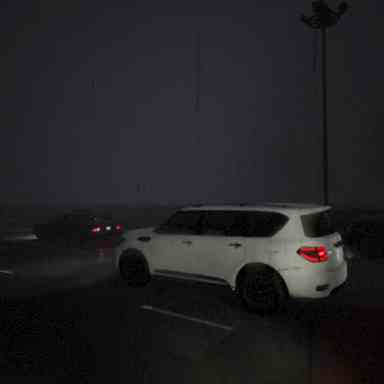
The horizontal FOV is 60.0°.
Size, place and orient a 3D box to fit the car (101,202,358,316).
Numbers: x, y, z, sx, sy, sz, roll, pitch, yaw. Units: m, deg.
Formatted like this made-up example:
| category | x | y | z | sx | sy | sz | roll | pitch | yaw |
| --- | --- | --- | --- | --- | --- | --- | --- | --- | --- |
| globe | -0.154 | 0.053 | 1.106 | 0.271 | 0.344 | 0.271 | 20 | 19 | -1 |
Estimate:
| category | x | y | z | sx | sy | sz | roll | pitch | yaw |
| --- | --- | --- | --- | --- | --- | --- | --- | --- | --- |
| car | 0.597 | 1.279 | 7.865 | 5.566 | 2.045 | 2.150 | -1 | -1 | 35 |

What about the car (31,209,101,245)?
| category | x | y | z | sx | sy | sz | roll | pitch | yaw |
| --- | --- | --- | --- | --- | --- | --- | --- | --- | --- |
| car | -5.900 | 1.756 | 16.798 | 5.357 | 1.411 | 2.033 | -1 | -1 | 35 |

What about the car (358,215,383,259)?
| category | x | y | z | sx | sy | sz | roll | pitch | yaw |
| --- | --- | --- | --- | --- | --- | --- | --- | --- | --- |
| car | 8.122 | 1.216 | 11.080 | 5.566 | 2.045 | 2.150 | -1 | -1 | 35 |
